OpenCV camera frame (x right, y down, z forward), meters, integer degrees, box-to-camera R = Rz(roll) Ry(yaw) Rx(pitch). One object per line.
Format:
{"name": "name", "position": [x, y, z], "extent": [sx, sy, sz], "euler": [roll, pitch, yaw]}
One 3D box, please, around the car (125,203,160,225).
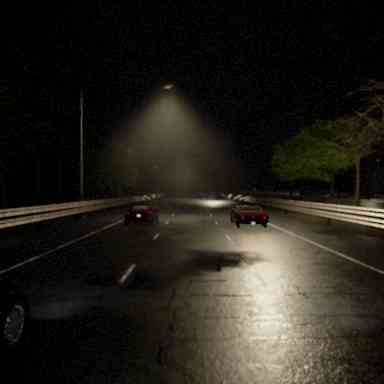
{"name": "car", "position": [-3.415, 1.480, 23.339], "extent": [1.994, 1.385, 4.181], "euler": [0, 0, 0]}

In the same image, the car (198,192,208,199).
{"name": "car", "position": [3.449, 1.127, 92.700], "extent": [1.837, 1.490, 4.892], "euler": [0, 0, 0]}

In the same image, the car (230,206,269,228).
{"name": "car", "position": [3.585, 1.524, 21.673], "extent": [1.895, 1.301, 4.718], "euler": [0, 0, 0]}

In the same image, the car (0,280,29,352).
{"name": "car", "position": [-3.404, 1.515, 3.168], "extent": [1.812, 1.442, 4.674], "euler": [0, 0, 0]}
